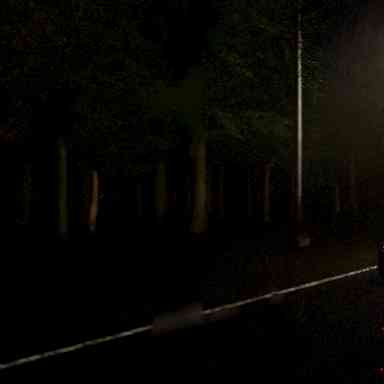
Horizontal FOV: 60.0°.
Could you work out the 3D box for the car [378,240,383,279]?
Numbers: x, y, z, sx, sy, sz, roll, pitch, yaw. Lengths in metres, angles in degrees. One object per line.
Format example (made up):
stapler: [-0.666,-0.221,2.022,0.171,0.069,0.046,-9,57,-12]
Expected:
car: [6.858,1.349,8.640,4.553,1.767,2.097,0,0,-36]
